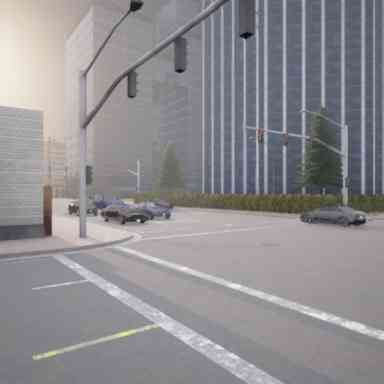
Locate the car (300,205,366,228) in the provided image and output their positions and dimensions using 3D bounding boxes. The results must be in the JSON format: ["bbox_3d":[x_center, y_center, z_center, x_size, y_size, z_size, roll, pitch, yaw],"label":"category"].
[{"bbox_3d":[9.623,1.589,22.885,1.994,1.385,4.181,0,0,-36],"label":"car"}]

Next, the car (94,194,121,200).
[{"bbox_3d":[-9.330,1.270,36.947,2.150,2.045,5.566,0,0,-36],"label":"car"}]

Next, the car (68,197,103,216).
[{"bbox_3d":[-10.932,1.555,33.171,1.837,1.490,4.892,0,0,-36],"label":"car"}]

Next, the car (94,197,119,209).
[{"bbox_3d":[-12.218,1.551,47.280,1.837,1.490,4.892,0,0,-36],"label":"car"}]

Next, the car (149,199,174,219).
[{"bbox_3d":[-3.668,1.574,29.075,1.812,1.442,4.674,0,0,-36],"label":"car"}]

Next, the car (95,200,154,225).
[{"bbox_3d":[-5.262,1.597,25.262,2.033,1.411,5.357,0,0,-36],"label":"car"}]
